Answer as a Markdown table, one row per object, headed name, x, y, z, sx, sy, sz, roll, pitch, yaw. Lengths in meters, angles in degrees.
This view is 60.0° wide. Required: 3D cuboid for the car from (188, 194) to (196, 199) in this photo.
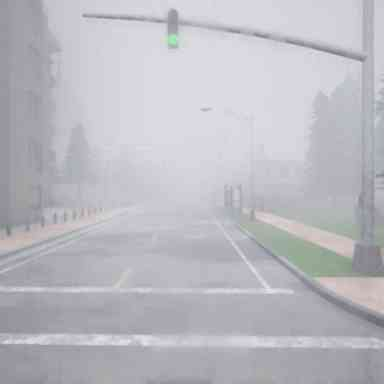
| name | x | y | z | sx | sy | sz | roll | pitch | yaw |
| --- | --- | --- | --- | --- | --- | --- | --- | --- | --- |
| car | -0.035 | 1.092 | 85.247 | 1.895 | 1.301 | 4.718 | 0 | 0 | 0 |
